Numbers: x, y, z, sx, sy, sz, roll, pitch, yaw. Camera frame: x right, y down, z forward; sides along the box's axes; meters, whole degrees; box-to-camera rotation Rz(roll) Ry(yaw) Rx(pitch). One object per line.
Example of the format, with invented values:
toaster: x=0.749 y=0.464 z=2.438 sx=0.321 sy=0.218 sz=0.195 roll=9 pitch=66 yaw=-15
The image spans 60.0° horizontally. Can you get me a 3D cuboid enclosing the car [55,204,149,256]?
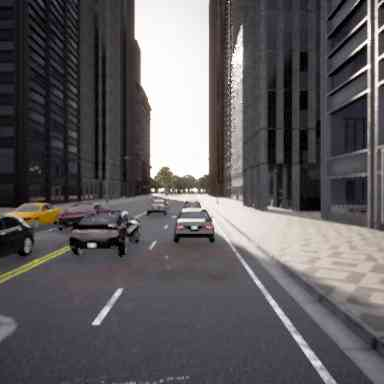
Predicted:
car: x=-3.151 y=1.455 z=12.894 sx=2.128 sy=1.511 sz=4.902 roll=0 pitch=0 yaw=0

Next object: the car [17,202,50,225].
car: x=-9.840 y=1.421 z=20.769 sx=1.882 sy=1.535 sz=5.008 roll=0 pitch=0 yaw=0

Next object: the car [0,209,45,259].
car: x=-6.595 y=1.476 z=10.173 sx=1.837 sy=1.490 sz=4.892 roll=0 pitch=0 yaw=0

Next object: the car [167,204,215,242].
car: x=0.100 y=1.502 z=16.130 sx=2.033 sy=1.411 sz=5.357 roll=0 pitch=0 yaw=0

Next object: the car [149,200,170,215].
car: x=-3.238 y=1.463 z=32.176 sx=2.033 sy=1.411 sz=5.357 roll=0 pitch=0 yaw=0

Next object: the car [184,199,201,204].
car: x=0.044 y=1.472 z=35.693 sx=1.994 sy=1.385 sz=4.181 roll=0 pitch=0 yaw=1

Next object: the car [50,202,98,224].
car: x=-6.586 y=1.421 z=20.521 sx=1.882 sy=1.535 sz=5.008 roll=0 pitch=0 yaw=0
